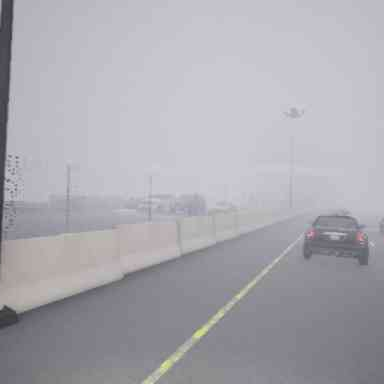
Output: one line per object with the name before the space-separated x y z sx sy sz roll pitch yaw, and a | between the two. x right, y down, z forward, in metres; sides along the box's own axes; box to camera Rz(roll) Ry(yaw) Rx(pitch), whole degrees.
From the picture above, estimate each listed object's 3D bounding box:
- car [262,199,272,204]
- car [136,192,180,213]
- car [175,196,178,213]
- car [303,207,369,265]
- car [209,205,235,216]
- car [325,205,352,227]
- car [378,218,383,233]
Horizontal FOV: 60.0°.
car | 16.413 2.096 71.508 2.097 1.767 4.553 2 -1 24
car | -3.506 1.106 35.840 2.150 2.045 5.566 2 0 24
car | -0.311 1.237 34.418 2.150 2.045 5.566 2 0 24
car | 5.718 1.600 13.209 2.097 1.767 4.553 2 0 24
car | 3.200 1.686 33.722 1.812 1.442 4.674 2 0 24
car | 12.725 2.029 28.849 1.882 1.535 5.008 2 0 24
car | 13.021 2.105 21.001 2.033 1.411 5.357 2 0 24
